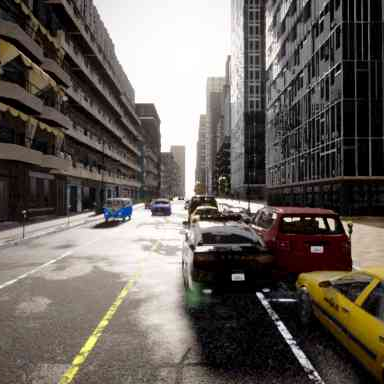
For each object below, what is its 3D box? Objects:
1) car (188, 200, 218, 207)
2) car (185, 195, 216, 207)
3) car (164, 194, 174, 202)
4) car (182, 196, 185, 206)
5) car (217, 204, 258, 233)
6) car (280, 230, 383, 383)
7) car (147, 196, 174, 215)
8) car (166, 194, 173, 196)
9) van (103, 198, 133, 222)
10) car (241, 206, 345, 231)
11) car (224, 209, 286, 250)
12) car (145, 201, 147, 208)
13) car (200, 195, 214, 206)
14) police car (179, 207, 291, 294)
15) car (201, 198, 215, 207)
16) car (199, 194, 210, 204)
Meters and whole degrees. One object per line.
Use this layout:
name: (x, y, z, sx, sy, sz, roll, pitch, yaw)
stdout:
car: (0.810, 1.468, 19.086, 1.801, 1.575, 5.366, 0, 0, 0)
car: (0.771, 1.241, 24.948, 2.150, 2.045, 5.566, 0, 0, -1)
car: (-5.875, 1.514, 86.847, 2.192, 1.841, 5.009, 1, 0, 0)
car: (-0.097, 1.588, 46.791, 1.812, 1.442, 4.674, 0, 0, 0)
car: (2.655, 1.558, 20.591, 1.887, 1.381, 4.507, 1, 0, 0)
car: (2.693, 1.527, 4.193, 1.752, 1.417, 4.829, 1, 0, 0)
car: (-3.078, 1.511, 34.185, 1.882, 1.535, 5.008, 0, 0, 0)
car: (-5.852, 1.697, 75.800, 1.887, 1.381, 4.507, 1, 0, 0)
van: (-5.734, 1.362, 26.096, 1.690, 1.788, 3.998, 1, 0, 0)
car: (2.684, 1.320, 9.545, 2.192, 1.841, 5.009, 1, 0, 0)
car: (2.668, 1.574, 15.067, 1.947, 1.339, 4.313, 1, 0, 0)
car: (-5.789, 1.647, 48.186, 1.802, 1.307, 4.206, 1, 0, 0)
car: (2.569, 1.412, 59.251, 2.192, 1.841, 5.009, 1, 0, 0)
police car: (0.718, 1.429, 8.957, 1.930, 1.638, 5.238, 0, 0, -4)
car: (2.579, 1.647, 53.727, 1.947, 1.339, 4.313, 1, 0, 0)
car: (2.543, 1.447, 70.297, 2.192, 1.841, 5.009, 1, 0, 0)
